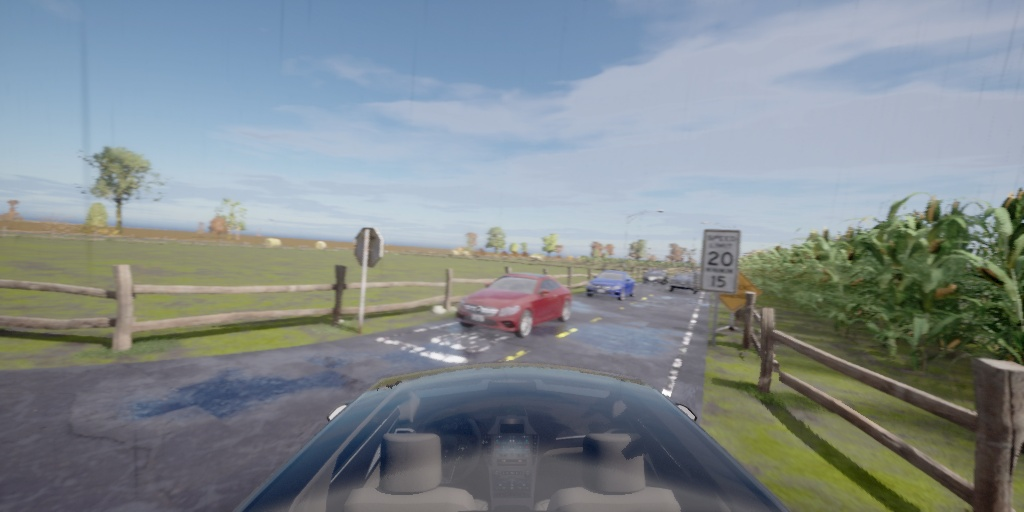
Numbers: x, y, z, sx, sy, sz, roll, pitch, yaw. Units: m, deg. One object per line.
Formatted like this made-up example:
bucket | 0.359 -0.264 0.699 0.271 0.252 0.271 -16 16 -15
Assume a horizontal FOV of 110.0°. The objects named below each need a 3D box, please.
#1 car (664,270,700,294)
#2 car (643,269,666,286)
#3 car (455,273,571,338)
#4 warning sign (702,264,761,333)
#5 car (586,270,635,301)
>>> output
car | 13.389 2.057 27.726 2.033 1.411 5.357 4 0 29
car | 13.989 1.991 34.750 2.128 1.511 4.902 4 0 30
car | 0.316 1.230 10.333 1.812 1.442 4.674 4 1 28
warning sign | 6.313 1.251 10.356 1.300 1.860 1.060 0 0 29
car | 5.564 1.534 19.772 1.812 1.442 4.674 4 1 29
